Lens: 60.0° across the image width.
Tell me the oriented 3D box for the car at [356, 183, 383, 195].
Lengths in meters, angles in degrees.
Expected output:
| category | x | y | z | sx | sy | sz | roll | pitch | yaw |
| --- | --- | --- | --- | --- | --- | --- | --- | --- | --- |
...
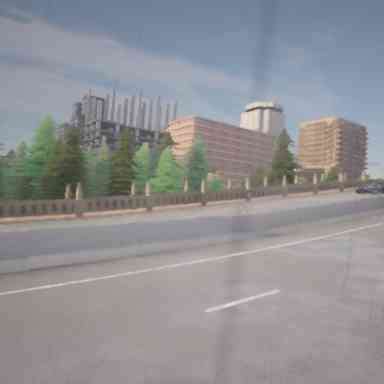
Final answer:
| category | x | y | z | sx | sy | sz | roll | pitch | yaw |
| --- | --- | --- | --- | --- | --- | --- | --- | --- | --- |
| car | 22.132 | -0.403 | 41.230 | 4.181 | 1.385 | 1.994 | -4 | 2 | -35 |
